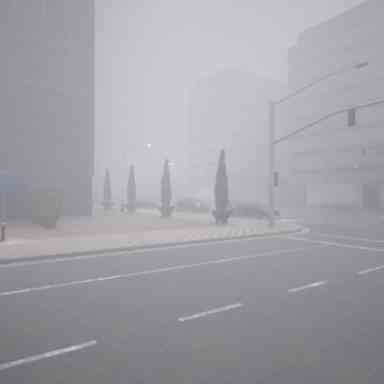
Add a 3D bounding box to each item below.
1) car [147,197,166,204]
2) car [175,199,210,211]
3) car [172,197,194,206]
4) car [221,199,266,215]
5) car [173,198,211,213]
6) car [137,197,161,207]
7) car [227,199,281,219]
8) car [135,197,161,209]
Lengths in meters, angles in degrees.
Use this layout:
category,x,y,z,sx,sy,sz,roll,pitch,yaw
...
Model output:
category,x,y,z,sx,sy,sz,roll,pitch,yaw
car,-7.350,1.744,67.716,1.895,1.301,4.718,0,0,-34
car,-0.041,1.659,44.624,2.033,1.411,5.357,0,0,-35
car,-1.693,1.707,59.551,1.994,1.385,4.181,0,0,-34
car,5.583,1.589,36.567,1.882,1.535,5.008,0,0,-35
car,0.205,1.448,38.158,2.097,1.767,4.553,0,0,-35
car,-7.200,1.589,54.925,1.882,1.535,5.008,0,0,-35
car,5.564,1.644,30.440,2.033,1.411,5.357,0,0,-34
car,-6.769,1.697,48.156,1.895,1.301,4.718,0,0,-35
